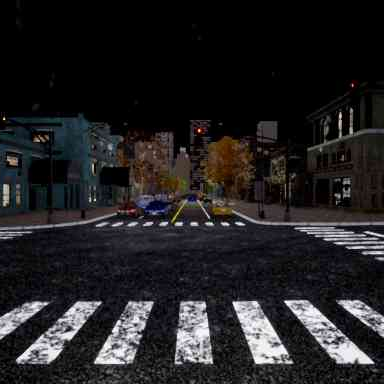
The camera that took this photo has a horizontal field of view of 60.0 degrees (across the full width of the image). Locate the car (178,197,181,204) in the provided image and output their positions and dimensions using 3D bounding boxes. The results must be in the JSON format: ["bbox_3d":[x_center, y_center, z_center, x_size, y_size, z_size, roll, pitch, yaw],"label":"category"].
[{"bbox_3d":[-3.093,1.555,49.273,1.994,1.385,4.181,0,0,0],"label":"car"}]

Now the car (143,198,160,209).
[{"bbox_3d":[-5.699,1.536,47.045,1.887,1.381,4.507,0,0,0],"label":"car"}]

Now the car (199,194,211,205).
[{"bbox_3d":[2.680,1.540,58.138,2.008,1.369,4.403,-1,0,0],"label":"car"}]

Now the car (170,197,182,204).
[{"bbox_3d":[-3.023,1.588,63.864,1.895,1.301,4.718,0,0,0],"label":"car"}]

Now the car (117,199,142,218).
[{"bbox_3d":[-5.696,1.577,30.405,1.802,1.307,4.206,0,0,0],"label":"car"}]

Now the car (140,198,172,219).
[{"bbox_3d":[-3.121,1.521,29.660,1.812,1.442,4.674,0,0,0],"label":"car"}]

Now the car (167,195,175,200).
[{"bbox_3d":[-5.706,1.562,91.414,1.802,1.307,4.206,0,0,0],"label":"car"}]

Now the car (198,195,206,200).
[{"bbox_3d":[2.675,1.525,91.416,1.887,1.381,4.507,-1,0,0],"label":"car"}]

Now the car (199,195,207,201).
[{"bbox_3d":[2.677,1.528,80.323,1.887,1.381,4.507,-1,0,0],"label":"car"}]

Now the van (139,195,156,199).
[{"bbox_3d":[-5.700,1.334,41.497,1.690,1.788,3.998,0,0,0],"label":"van"}]

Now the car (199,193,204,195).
[{"bbox_3d":[2.677,1.551,74.777,1.947,1.339,4.313,-1,0,0],"label":"car"}]

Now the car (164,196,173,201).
[{"bbox_3d":[-5.704,1.549,80.322,1.947,1.339,4.313,0,0,0],"label":"car"}]

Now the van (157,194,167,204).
[{"bbox_3d":[-5.703,1.329,63.683,1.690,1.788,3.998,0,0,0],"label":"van"}]

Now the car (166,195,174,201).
[{"bbox_3d":[-5.705,1.527,85.868,1.887,1.381,4.507,0,0,0],"label":"car"}]

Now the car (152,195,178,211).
[{"bbox_3d":[-3.104,1.484,38.859,2.128,1.511,4.902,0,0,0],"label":"car"}]

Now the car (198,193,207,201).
[{"bbox_3d":[2.673,1.297,85.870,2.192,1.841,5.009,-1,0,0],"label":"car"}]

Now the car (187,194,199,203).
[{"bbox_3d":[0.057,1.464,70.837,1.882,1.535,5.008,0,0,0],"label":"car"}]

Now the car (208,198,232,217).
[{"bbox_3d":[2.683,1.520,30.577,1.752,1.417,4.829,-1,0,0],"label":"car"}]
